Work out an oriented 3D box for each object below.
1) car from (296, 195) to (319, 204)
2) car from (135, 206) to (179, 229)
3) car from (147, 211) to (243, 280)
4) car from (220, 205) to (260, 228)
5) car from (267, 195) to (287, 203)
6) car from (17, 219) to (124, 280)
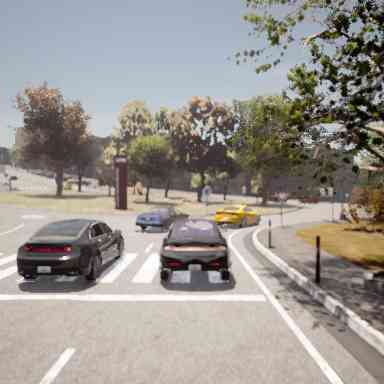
[{"bbox_3d":[20.459,1.273,59.313,1.882,1.535,5.008,0,1,-15],"label":"car"},{"bbox_3d":[-1.779,1.644,21.792,2.033,1.411,5.357,2,0,19],"label":"car"},{"bbox_3d":[0.080,1.567,10.182,2.128,1.511,4.902,0,0,0],"label":"car"},{"bbox_3d":[3.443,1.698,24.245,1.882,1.535,5.008,1,-1,30],"label":"car"},{"bbox_3d":[15.851,1.210,62.988,2.128,1.511,4.902,-1,1,-24],"label":"car"},{"bbox_3d":[-3.398,1.580,10.150,1.837,1.490,4.892,0,-1,1],"label":"car"}]
